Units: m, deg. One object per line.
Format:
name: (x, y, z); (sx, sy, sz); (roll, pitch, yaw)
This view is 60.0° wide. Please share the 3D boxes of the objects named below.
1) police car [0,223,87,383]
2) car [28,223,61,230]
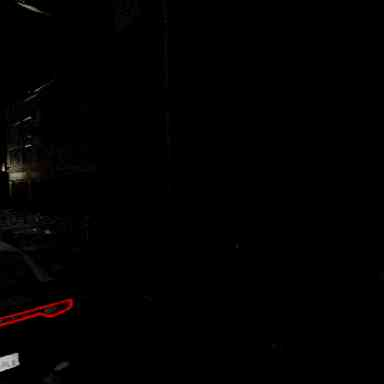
police car: (-3.552, 1.409, 4.970); (1.930, 1.638, 5.238); (-2, 1, -44)
car: (-4.399, 1.483, 8.675); (1.887, 1.381, 4.507); (-2, 2, -44)
